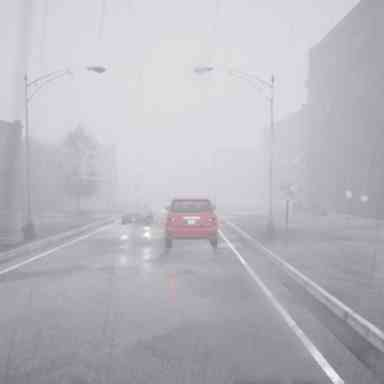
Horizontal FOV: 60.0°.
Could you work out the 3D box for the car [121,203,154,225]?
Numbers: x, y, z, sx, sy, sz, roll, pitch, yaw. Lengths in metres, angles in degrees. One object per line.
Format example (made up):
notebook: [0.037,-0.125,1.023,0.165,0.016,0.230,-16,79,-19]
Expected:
car: [-3.820,1.524,23.972,1.812,1.442,4.674,0,0,-1]

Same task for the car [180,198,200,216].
car: [-0.226,1.467,33.281,1.882,1.535,5.008,0,0,-1]

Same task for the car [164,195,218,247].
car: [-0.042,1.217,15.170,2.150,2.045,5.566,0,0,-1]

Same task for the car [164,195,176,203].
car: [-4.437,1.371,66.232,2.033,1.411,5.357,0,1,-8]
